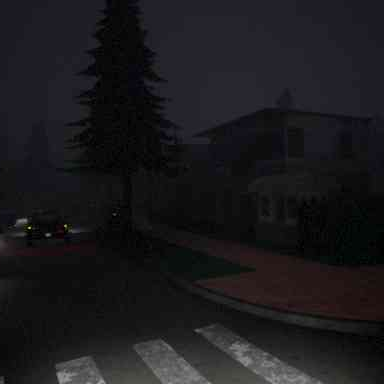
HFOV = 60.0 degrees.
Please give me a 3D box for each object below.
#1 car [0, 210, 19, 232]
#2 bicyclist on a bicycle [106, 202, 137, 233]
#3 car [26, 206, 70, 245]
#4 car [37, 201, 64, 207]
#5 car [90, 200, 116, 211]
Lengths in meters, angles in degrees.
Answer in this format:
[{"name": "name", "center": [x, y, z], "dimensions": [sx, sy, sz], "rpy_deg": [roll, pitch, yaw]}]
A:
[{"name": "car", "center": [-12.775, 1.847, 21.677], "dimensions": [1.895, 1.301, 4.718], "rpy_deg": [-1, 0, -16]}, {"name": "bicyclist on a bicycle", "center": [-3.798, 1.375, 17.847], "dimensions": [1.656, 1.620, 0.582], "rpy_deg": [-2, 0, -23]}, {"name": "car", "center": [-7.154, 1.675, 16.598], "dimensions": [1.812, 1.442, 4.674], "rpy_deg": [-1, 0, -23]}, {"name": "car", "center": [-15.084, 1.730, 35.219], "dimensions": [2.128, 1.511, 4.902], "rpy_deg": [-1, 0, -3]}, {"name": "car", "center": [-11.431, 1.679, 43.007], "dimensions": [2.033, 1.411, 5.357], "rpy_deg": [-1, 0, 4]}]
